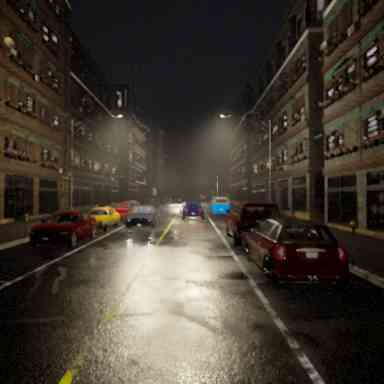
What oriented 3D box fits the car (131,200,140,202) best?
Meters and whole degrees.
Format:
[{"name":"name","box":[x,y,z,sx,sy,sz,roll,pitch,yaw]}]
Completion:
[{"name":"car","box":[-5.640,1.573,26.441,1.887,1.381,4.507,1,0,0]}]

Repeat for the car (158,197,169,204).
[{"name":"car","box":[-5.639,1.663,66.234,1.802,1.307,4.206,1,0,0]}]

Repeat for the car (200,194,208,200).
[{"name":"car","box":[2.714,1.413,77.663,2.192,1.841,5.009,1,0,0]}]

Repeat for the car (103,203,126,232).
[{"name":"car","box":[-5.641,1.547,20.585,1.752,1.417,4.829,1,0,0]}]

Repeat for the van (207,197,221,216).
[{"name":"van","box":[2.709,1.376,32.185,1.690,1.788,3.998,1,0,0]}]

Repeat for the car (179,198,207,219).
[{"name":"car","box":[0.102,1.556,28.867,1.812,1.442,4.674,0,0,0]}]

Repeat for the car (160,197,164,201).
[{"name":"car","box":[-5.637,1.497,49.180,1.967,1.590,4.097,1,0,0]}]

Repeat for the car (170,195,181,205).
[{"name":"car","box":[-3.029,1.428,62.219,2.097,1.767,4.553,0,0,1]}]

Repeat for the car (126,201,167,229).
[{"name":"car","box":[-3.097,1.571,22.152,2.033,1.411,5.357,0,0,0]}]

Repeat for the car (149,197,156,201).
[{"name":"car","box":[-5.640,1.608,37.810,1.947,1.339,4.313,1,0,0]}]

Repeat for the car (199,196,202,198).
[{"name":"car","box":[0.104,1.653,46.005,1.895,1.301,4.718,0,0,0]}]

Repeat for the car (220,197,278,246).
[{"name":"car","box":[2.710,1.330,15.130,2.192,1.841,5.009,1,0,0]}]

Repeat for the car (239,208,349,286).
[{"name":"car","box":[2.707,1.450,9.447,1.967,1.590,4.097,1,0,0]}]

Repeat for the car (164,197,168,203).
[{"name":"car","box":[-5.638,1.623,60.548,2.008,1.369,4.403,1,0,0]}]

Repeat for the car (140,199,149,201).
[{"name":"car","box":[-5.640,1.560,31.956,1.752,1.417,4.829,1,0,0]}]

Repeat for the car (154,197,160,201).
[{"name":"car","box":[-5.639,1.574,43.324,1.752,1.417,4.829,1,0,0]}]

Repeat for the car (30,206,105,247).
[{"name":"car","box":[-5.642,1.560,15.071,1.887,1.381,4.507,1,0,0]}]
